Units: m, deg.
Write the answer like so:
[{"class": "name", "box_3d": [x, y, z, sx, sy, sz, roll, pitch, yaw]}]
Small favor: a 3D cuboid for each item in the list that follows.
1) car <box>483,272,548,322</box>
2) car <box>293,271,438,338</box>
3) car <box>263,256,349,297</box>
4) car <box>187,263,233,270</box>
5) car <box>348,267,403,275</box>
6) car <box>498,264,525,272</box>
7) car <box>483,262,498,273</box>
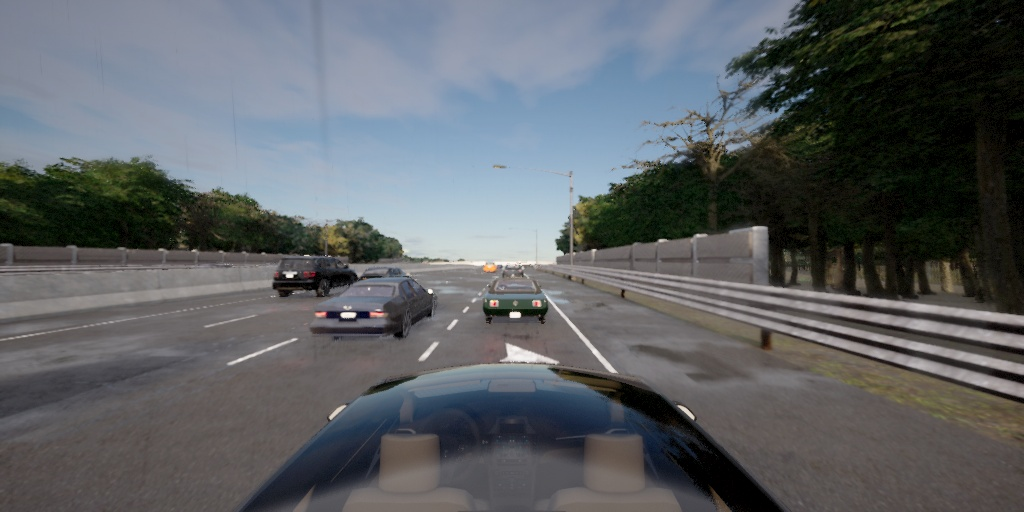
[{"class": "car", "box_3d": [0.098, 1.383, 12.322, 1.895, 1.301, 4.718, 0, 0, 0]}, {"class": "car", "box_3d": [-3.501, 1.320, 10.169, 2.033, 1.411, 5.357, 0, 0, 0]}, {"class": "car", "box_3d": [-10.402, 1.050, 19.457, 2.150, 2.045, 5.566, 0, 0, 0]}, {"class": "car", "box_3d": [-31.588, 1.534, 37.604, 2.128, 1.511, 4.902, 0, -1, 0]}, {"class": "car", "box_3d": [-6.902, 1.336, 19.825, 1.837, 1.490, 4.892, 0, 0, 0]}, {"class": "car", "box_3d": [0.096, 1.454, 32.237, 2.128, 1.511, 4.902, 0, -1, 0]}, {"class": "car", "box_3d": [-3.508, 1.799, 58.812, 2.097, 1.767, 4.553, 0, -1, 0]}]
